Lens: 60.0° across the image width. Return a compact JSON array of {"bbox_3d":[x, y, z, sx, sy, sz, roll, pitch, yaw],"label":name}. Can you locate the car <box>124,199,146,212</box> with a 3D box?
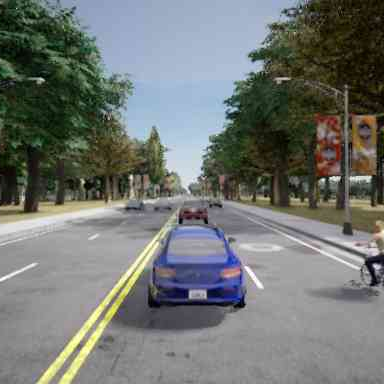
[{"bbox_3d":[-6.604,1.564,38.958,2.033,1.411,5.357,0,0,0],"label":"car"}]

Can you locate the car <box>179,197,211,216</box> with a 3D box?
[{"bbox_3d":[0.093,1.354,25.547,2.097,1.767,4.553,0,0,0],"label":"car"}]

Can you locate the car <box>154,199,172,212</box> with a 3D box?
[{"bbox_3d":[-3.350,1.543,38.965,1.812,1.442,4.674,0,0,0],"label":"car"}]

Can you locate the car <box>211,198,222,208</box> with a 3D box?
[{"bbox_3d":[3.338,1.580,49.037,2.033,1.411,5.357,0,0,0],"label":"car"}]

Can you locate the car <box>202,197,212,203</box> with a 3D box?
[{"bbox_3d":[3.234,1.696,73.158,1.895,1.301,4.718,0,0,0],"label":"car"}]

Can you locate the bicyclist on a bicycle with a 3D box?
[{"bbox_3d":[4.161,1.434,7.448,0.866,1.612,1.509,0,0,0],"label":"bicyclist on a bicycle"}]

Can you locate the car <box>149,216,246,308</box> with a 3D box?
[{"bbox_3d":[0.097,1.523,7.785,1.812,1.442,4.674,0,0,0],"label":"car"}]
